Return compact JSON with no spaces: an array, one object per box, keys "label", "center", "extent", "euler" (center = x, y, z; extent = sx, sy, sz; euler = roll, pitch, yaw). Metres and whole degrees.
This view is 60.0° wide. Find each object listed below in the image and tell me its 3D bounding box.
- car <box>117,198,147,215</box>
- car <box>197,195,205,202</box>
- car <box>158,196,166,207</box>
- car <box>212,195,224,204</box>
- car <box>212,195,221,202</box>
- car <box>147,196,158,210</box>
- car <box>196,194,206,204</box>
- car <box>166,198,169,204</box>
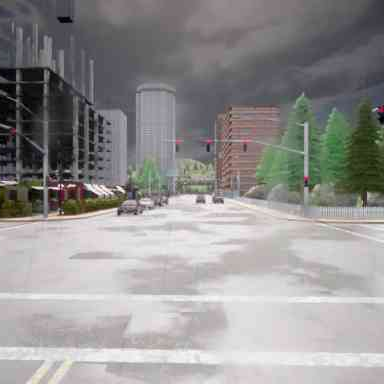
[{"label":"car","center":[-6.162,1.526,33.631],"extent":[1.812,1.442,4.674],"euler":[0,0,2]},{"label":"car","center":[1.976,1.327,74.624],"extent":[1.837,1.490,4.892],"euler":[0,0,1]},{"label":"car","center":[-5.687,1.352,51.726],"extent":[2.097,1.767,4.553],"euler":[0,0,1]},{"label":"car","center":[5.255,1.526,65.670],"extent":[1.812,1.442,4.674],"euler":[0,0,1]},{"label":"car","center":[5.476,1.422,74.566],"extent":[1.895,1.301,4.718],"euler":[0,0,1]},{"label":"car","center":[-5.918,1.526,42.721],"extent":[1.812,1.442,4.674],"euler":[0,0,1]},{"label":"car","center":[1.748,1.601,65.439],"extent":[1.895,1.301,4.718],"euler":[0,0,1]},{"label":"car","center":[-5.415,1.564,61.648],"extent":[1.994,1.385,4.181],"euler":[0,0,2]}]
